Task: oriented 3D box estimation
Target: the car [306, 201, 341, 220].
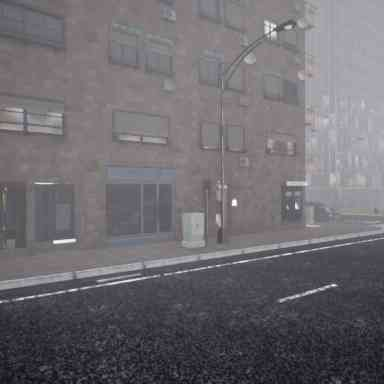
[{"bbox_3d":[11.459,1.632,31.018,2.097,1.767,4.553,-1,-1,-36],"label":"car"}]
